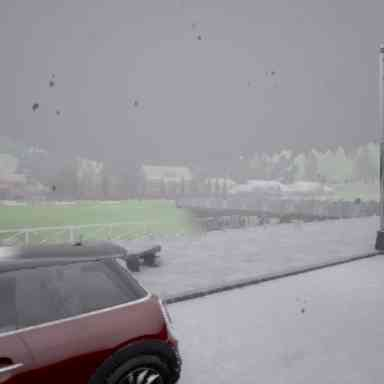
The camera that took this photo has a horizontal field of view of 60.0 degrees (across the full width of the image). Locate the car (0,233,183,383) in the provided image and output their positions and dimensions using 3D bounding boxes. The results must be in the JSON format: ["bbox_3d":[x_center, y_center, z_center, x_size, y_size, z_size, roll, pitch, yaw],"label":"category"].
[{"bbox_3d":[-2.391,1.353,2.901,4.553,1.767,2.097,0,0,-35],"label":"car"}]
